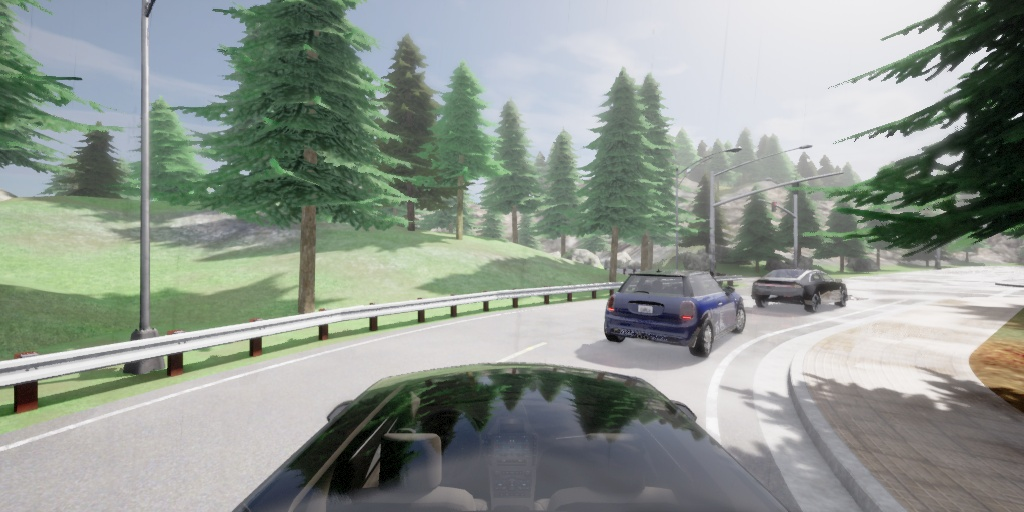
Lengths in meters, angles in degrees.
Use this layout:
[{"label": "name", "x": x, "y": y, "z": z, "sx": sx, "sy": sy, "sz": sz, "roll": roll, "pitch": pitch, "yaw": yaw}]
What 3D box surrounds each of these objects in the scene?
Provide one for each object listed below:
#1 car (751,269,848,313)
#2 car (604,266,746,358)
[{"label": "car", "x": 11.363, "y": 1.256, "z": 14.096, "sx": 4.902, "sy": 1.511, "sz": 2.128, "roll": 0, "pitch": 0, "yaw": -32}, {"label": "car", "x": 4.176, "y": 1.109, "z": 8.893, "sx": 2.097, "sy": 1.767, "sz": 4.553, "roll": 0, "pitch": 0, "yaw": 43}]
